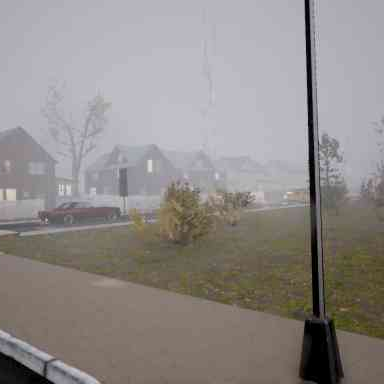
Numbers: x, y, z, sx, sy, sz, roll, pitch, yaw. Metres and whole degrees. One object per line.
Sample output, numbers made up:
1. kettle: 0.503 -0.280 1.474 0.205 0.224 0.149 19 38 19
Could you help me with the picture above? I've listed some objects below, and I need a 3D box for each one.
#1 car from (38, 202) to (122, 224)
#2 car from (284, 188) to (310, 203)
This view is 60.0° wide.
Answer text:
1. car: -6.726 1.253 20.442 1.895 1.301 4.718 -2 -1 43
2. car: 13.946 0.594 42.269 1.882 1.535 5.008 -2 -1 44
